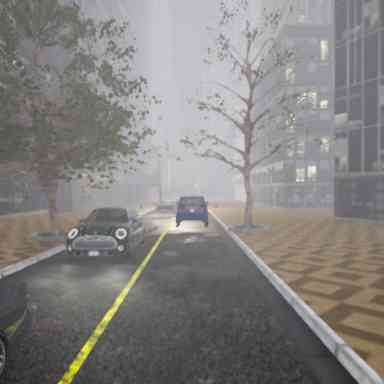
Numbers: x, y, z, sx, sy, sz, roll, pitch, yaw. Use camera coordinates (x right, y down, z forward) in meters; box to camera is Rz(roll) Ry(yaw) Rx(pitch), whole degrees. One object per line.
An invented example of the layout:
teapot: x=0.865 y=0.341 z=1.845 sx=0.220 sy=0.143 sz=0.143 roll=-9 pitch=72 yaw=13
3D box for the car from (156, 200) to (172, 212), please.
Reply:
car: x=-3.008 y=1.600 z=38.420 sx=1.895 sy=1.301 sz=4.718 roll=0 pitch=0 yaw=0

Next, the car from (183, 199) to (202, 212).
car: x=0.071 y=1.549 z=40.048 sx=2.033 sy=1.411 sz=5.357 roll=0 pitch=0 yaw=0

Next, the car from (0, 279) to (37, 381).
car: x=-3.096 y=1.546 z=2.342 sx=2.033 sy=1.411 sz=5.357 roll=0 pitch=0 yaw=0

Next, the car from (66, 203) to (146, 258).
car: x=-3.086 y=1.347 z=12.716 sx=2.097 sy=1.767 sz=4.553 roll=0 pitch=0 yaw=0

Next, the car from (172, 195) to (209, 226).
car: x=0.018 y=1.220 z=23.324 sx=2.150 sy=2.045 sz=5.566 roll=0 pitch=0 yaw=0
